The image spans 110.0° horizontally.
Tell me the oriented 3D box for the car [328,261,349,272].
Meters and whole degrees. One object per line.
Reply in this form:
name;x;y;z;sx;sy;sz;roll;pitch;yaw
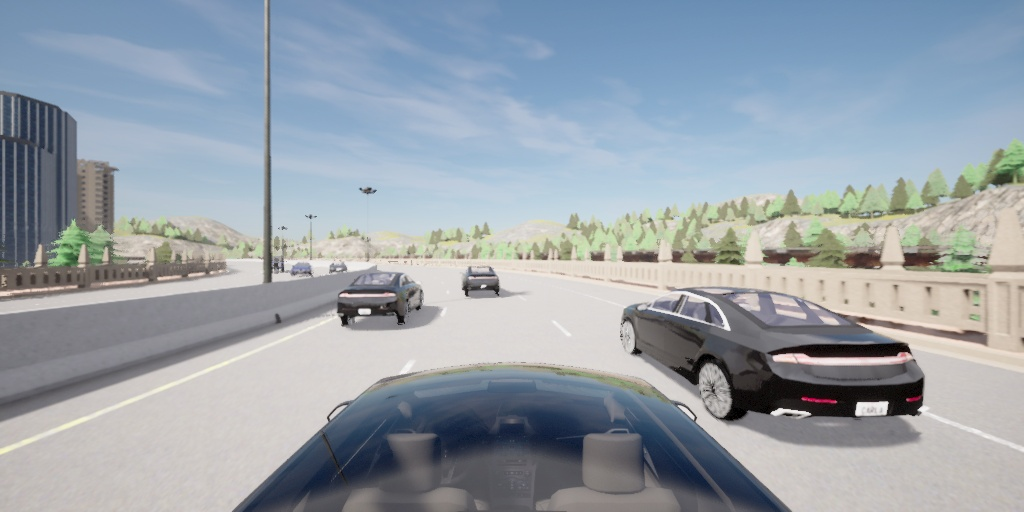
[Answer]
car;-20.408;1.390;42.226;2.128;1.511;4.902;0;0;-27

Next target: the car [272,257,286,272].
car;-32.730;1.174;49.687;2.150;2.045;5.566;0;0;-34

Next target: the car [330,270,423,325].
car;-4.173;1.276;11.982;2.128;1.511;4.902;0;0;-6

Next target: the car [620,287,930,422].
car;3.311;1.239;5.822;2.128;1.511;4.902;0;0;-2

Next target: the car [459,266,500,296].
car;-1.835;1.284;19.855;2.128;1.511;4.902;0;0;-10

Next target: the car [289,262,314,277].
car;-22.759;1.426;39.046;1.812;1.442;4.674;0;0;-25
